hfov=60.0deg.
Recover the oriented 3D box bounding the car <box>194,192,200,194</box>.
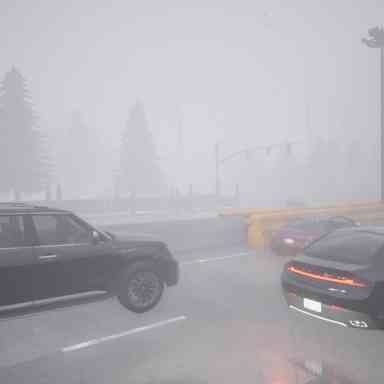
[{"bbox_3d":[1.044,0.835,76.658,2.128,1.511,4.902,-1,1,3],"label":"car"}]

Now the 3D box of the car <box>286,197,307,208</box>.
[{"bbox_3d":[10.902,1.194,34.789,1.895,1.301,4.718,0,1,16],"label":"car"}]

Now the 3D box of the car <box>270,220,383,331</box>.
[{"bbox_3d":[3.798,1.435,6.456,4.892,1.490,1.837,-1,1,-35],"label":"car"}]

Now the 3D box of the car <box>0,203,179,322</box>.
[{"bbox_3d":[-2.922,1.217,5.961,5.566,2.045,2.150,0,0,-36],"label":"car"}]

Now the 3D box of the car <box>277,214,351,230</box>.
[{"bbox_3d":[4.610,1.441,11.324,4.181,1.385,1.994,-1,1,-35],"label":"car"}]
